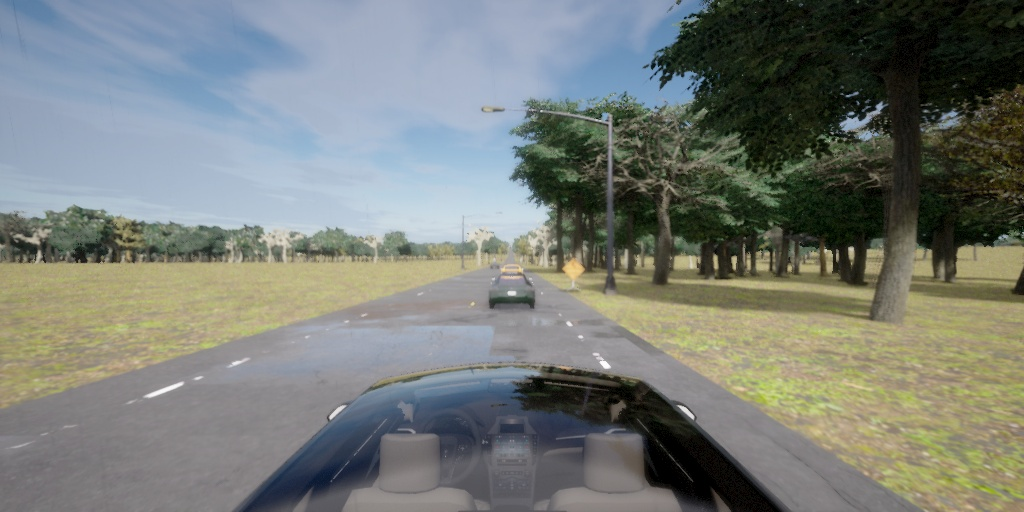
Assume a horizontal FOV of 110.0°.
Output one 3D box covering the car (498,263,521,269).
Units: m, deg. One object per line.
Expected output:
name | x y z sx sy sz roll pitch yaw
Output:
car | 0.007 1.513 31.329 1.882 1.535 5.008 0 0 0

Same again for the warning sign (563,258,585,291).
warning sign | 3.551 1.046 20.885 1.300 1.860 1.060 0 0 0

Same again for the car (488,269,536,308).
car | 0.004 1.449 16.122 1.994 1.385 4.181 0 0 0
